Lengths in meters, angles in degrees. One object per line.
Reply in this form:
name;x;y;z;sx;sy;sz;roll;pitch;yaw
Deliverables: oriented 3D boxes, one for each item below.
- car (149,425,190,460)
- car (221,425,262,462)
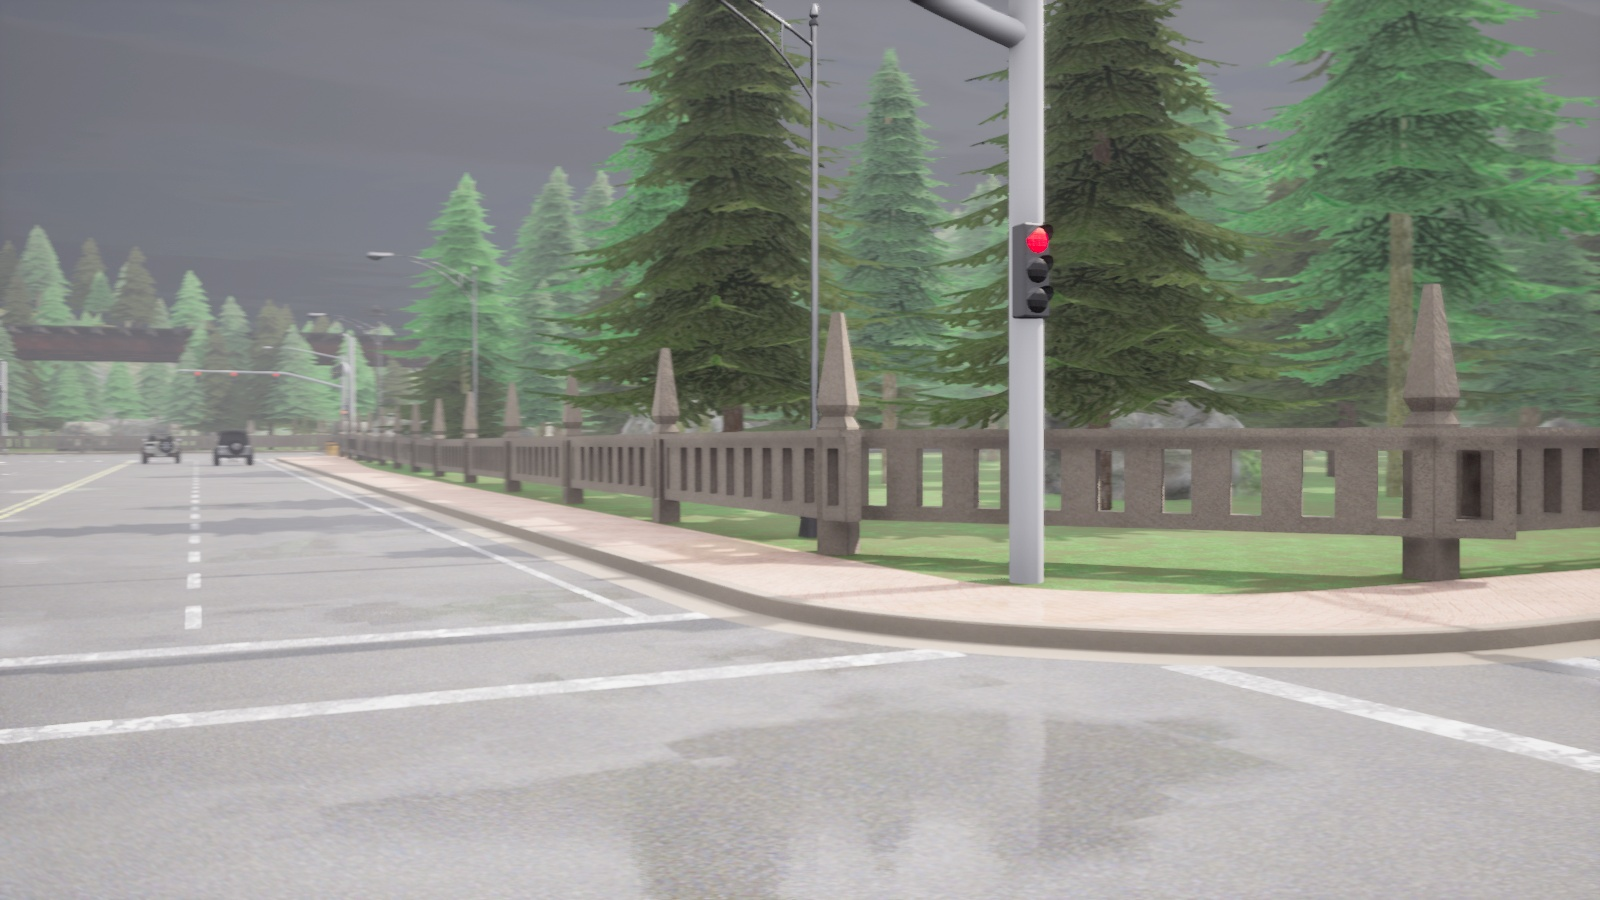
car;-35.497;-0.443;70.753;1.932;1.855;4.605;0;1;-25
car;-29.405;-0.374;66.057;1.905;1.878;3.866;0;1;-25
